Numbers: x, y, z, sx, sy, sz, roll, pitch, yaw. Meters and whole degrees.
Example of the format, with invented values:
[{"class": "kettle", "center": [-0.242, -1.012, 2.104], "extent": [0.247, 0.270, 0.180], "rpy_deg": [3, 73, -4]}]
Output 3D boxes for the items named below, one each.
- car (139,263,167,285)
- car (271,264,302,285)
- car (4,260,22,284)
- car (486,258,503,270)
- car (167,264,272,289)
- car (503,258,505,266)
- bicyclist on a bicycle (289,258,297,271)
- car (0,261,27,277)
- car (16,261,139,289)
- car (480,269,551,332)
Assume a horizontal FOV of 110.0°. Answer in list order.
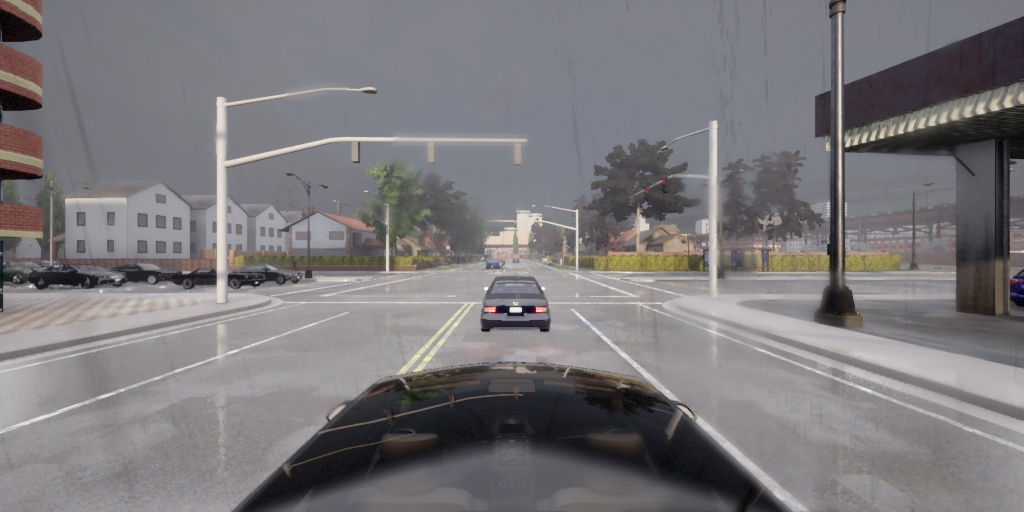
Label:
[{"class": "car", "center": [-26.774, 1.228, 26.003], "extent": [5.008, 1.535, 1.882], "rpy_deg": [0, 0, 1]}, {"class": "car", "center": [-17.712, 1.276, 25.880], "extent": [4.674, 1.442, 1.812], "rpy_deg": [0, 0, 1]}, {"class": "car", "center": [-36.059, 1.102, 26.151], "extent": [4.553, 1.767, 2.097], "rpy_deg": [0, 0, 1]}, {"class": "car", "center": [-2.823, 1.227, 53.596], "extent": [1.882, 1.535, 5.008], "rpy_deg": [0, 0, 1]}, {"class": "car", "center": [-18.096, 1.351, 22.354], "extent": [4.718, 1.301, 1.895], "rpy_deg": [0, 0, 1]}, {"class": "car", "center": [-2.734, 1.351, 63.144], "extent": [1.895, 1.301, 4.718], "rpy_deg": [0, 0, 1]}, {"class": "bicyclist on a bicycle", "center": [-26.530, 1.051, 43.483], "extent": [0.582, 1.620, 1.656], "rpy_deg": [0, 0, 1]}, {"class": "car", "center": [-50.287, 1.255, 34.508], "extent": [4.892, 1.490, 1.837], "rpy_deg": [0, 0, 2]}, {"class": "car", "center": [-27.128, 1.241, 22.510], "extent": [4.902, 1.511, 2.128], "rpy_deg": [0, 0, 1]}, {"class": "car", "center": [0.085, 1.297, 10.837], "extent": [2.033, 1.411, 5.357], "rpy_deg": [0, 0, 0]}]
